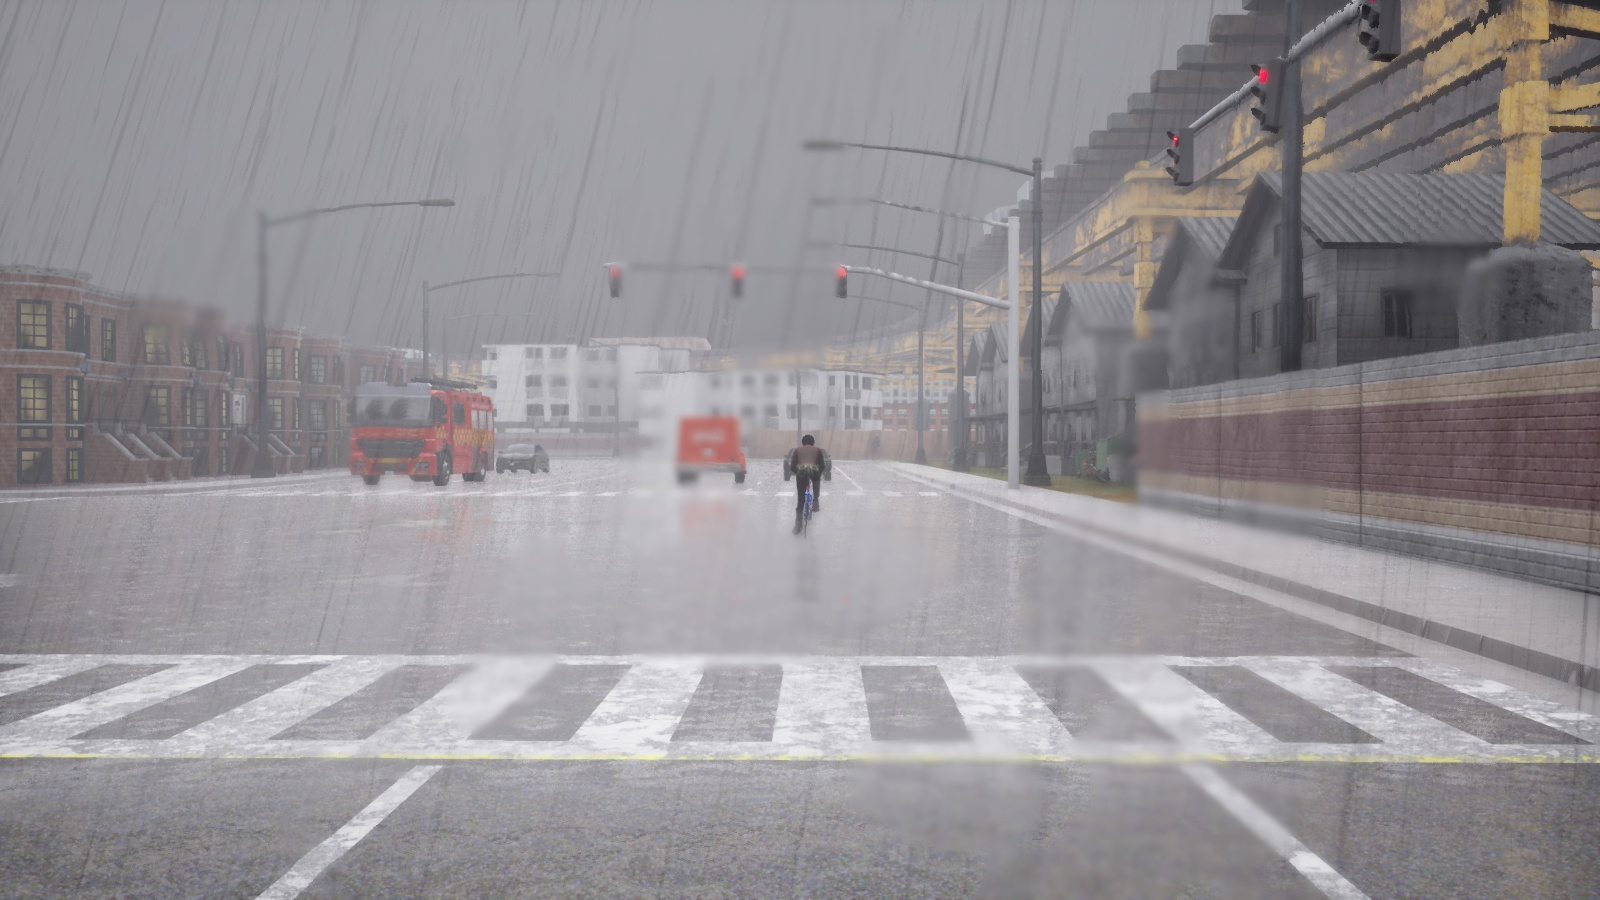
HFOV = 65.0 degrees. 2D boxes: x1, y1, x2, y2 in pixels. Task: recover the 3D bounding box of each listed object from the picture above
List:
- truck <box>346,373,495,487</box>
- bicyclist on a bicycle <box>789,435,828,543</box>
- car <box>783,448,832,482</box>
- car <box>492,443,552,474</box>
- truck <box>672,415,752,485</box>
[{"bbox_3d":[-13.720,-0.690,46.212,2.891,3.827,8.468,0,0,0],"label":"truck"},{"bbox_3d":[0.129,0.588,19.797,0.582,1.620,1.656,0,0,0],"label":"bicyclist on a bicycle"},{"bbox_3d":[0.306,0.559,51.002,1.895,1.301,4.718,0,0,0],"label":"car"},{"bbox_3d":[-13.631,0.391,61.813,1.837,1.490,4.892,0,0,0],"label":"car"},{"bbox_3d":[-3.214,-0.009,47.225,2.627,2.467,5.204,0,0,0],"label":"truck"}]
